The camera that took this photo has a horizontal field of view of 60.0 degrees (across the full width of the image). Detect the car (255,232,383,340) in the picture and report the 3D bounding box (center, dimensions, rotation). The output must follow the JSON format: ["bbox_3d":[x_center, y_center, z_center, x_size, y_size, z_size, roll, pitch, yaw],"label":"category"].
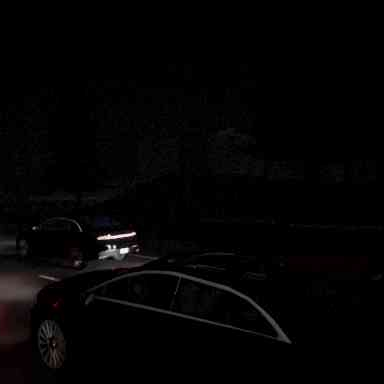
[{"bbox_3d":[3.656,1.601,5.683,4.718,1.301,1.895,0,0,36],"label":"car"}]

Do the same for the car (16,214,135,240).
[{"bbox_3d":[-3.925,1.478,11.001,4.902,1.511,2.128,0,0,36],"label":"car"}]

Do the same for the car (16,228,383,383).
[{"bbox_3d":[-0.021,1.490,4.002,4.902,1.511,2.128,0,0,35],"label":"car"}]
